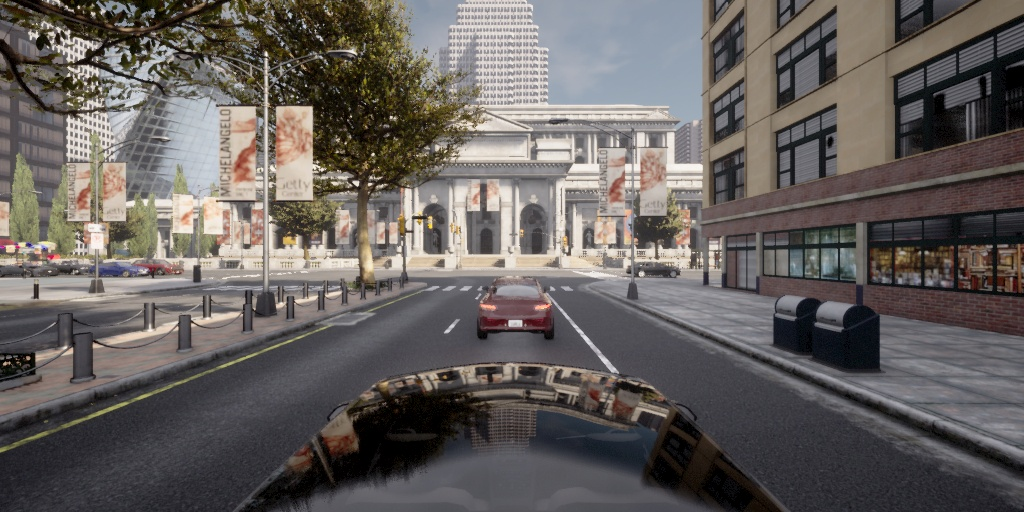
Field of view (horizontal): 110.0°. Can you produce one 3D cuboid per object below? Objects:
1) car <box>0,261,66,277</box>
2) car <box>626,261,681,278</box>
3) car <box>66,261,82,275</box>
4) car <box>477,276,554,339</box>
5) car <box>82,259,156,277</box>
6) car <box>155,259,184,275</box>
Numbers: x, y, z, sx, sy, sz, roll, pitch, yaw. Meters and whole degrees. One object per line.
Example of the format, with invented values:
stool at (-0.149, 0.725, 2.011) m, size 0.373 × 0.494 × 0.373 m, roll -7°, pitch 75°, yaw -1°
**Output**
car at (-46.104, 1.314, 34.177) m, size 4.181 × 1.385 × 1.994 m, roll 0°, pitch 0°, yaw -1°
car at (13.251, 1.255, 33.615) m, size 4.892 × 1.490 × 1.837 m, roll 0°, pitch 0°, yaw 1°
car at (-46.267, 1.241, 37.684) m, size 4.902 × 1.511 × 2.128 m, roll 0°, pitch 0°, yaw 0°
car at (0.111, 1.276, 9.959) m, size 1.812 × 1.442 × 4.674 m, roll 0°, pitch 0°, yaw 1°
car at (-37.344, 1.276, 34.152) m, size 4.674 × 1.442 × 1.812 m, roll 0°, pitch 0°, yaw 0°
car at (-37.312, 1.102, 37.647) m, size 4.553 × 1.767 × 2.097 m, roll 0°, pitch 0°, yaw 0°
